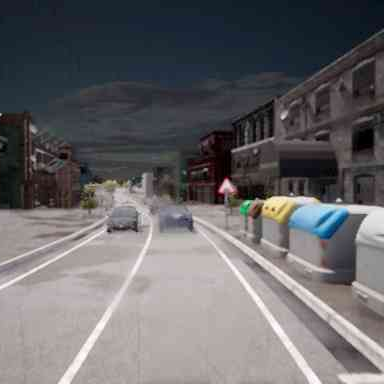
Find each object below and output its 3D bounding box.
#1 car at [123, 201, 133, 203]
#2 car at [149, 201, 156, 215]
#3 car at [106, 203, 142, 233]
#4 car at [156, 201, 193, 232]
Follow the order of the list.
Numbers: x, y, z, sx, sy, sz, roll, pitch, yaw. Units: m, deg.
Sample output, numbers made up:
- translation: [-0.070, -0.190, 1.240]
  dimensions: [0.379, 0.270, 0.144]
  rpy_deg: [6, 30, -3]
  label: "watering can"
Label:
- translation: [-11.817, 2.587, 61.222]
  dimensions: [2.150, 2.045, 5.566]
  rpy_deg: [0, -2, -12]
  label: "car"
- translation: [-4.013, 1.848, 40.469]
  dimensions: [2.097, 1.767, 4.553]
  rpy_deg: [0, -1, -11]
  label: "car"
- translation: [-4.245, 1.686, 21.095]
  dimensions: [1.837, 1.490, 4.892]
  rpy_deg: [0, 0, -6]
  label: "car"
- translation: [-1.132, 1.539, 21.837]
  dimensions: [2.097, 1.767, 4.553]
  rpy_deg: [0, -1, -6]
  label: "car"
